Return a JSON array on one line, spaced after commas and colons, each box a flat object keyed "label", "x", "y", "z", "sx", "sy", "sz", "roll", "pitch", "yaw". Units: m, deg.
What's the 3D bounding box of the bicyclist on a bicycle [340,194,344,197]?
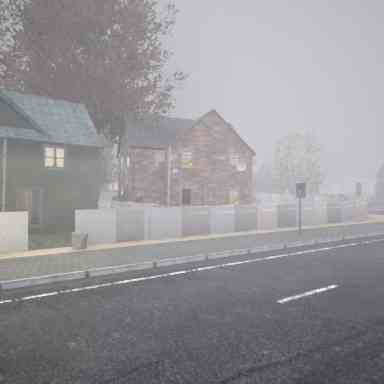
[{"label": "bicyclist on a bicycle", "x": 19.396, "y": 1.035, "z": 43.117, "sx": 1.656, "sy": 1.620, "sz": 0.582, "roll": 1, "pitch": 0, "yaw": -20}]

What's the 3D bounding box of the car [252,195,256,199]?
[{"label": "car", "x": 8.499, "y": 0.911, "z": 56.009, "sx": 2.033, "sy": 1.411, "sz": 5.357, "roll": 1, "pitch": 0, "yaw": -19}]

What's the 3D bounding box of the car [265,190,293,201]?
[{"label": "car", "x": 12.131, "y": 0.752, "z": 45.961, "sx": 2.150, "sy": 2.045, "sz": 5.566, "roll": 1, "pitch": 0, "yaw": -20}]

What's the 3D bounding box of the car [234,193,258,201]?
[{"label": "car", "x": 9.781, "y": 0.903, "z": 61.090, "sx": 2.033, "sy": 1.411, "sz": 5.357, "roll": 1, "pitch": 0, "yaw": -20}]

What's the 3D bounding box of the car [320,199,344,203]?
[{"label": "car", "x": 15.537, "y": 1.177, "z": 36.542, "sx": 2.128, "sy": 1.511, "sz": 4.902, "roll": 1, "pitch": 0, "yaw": -20}]
